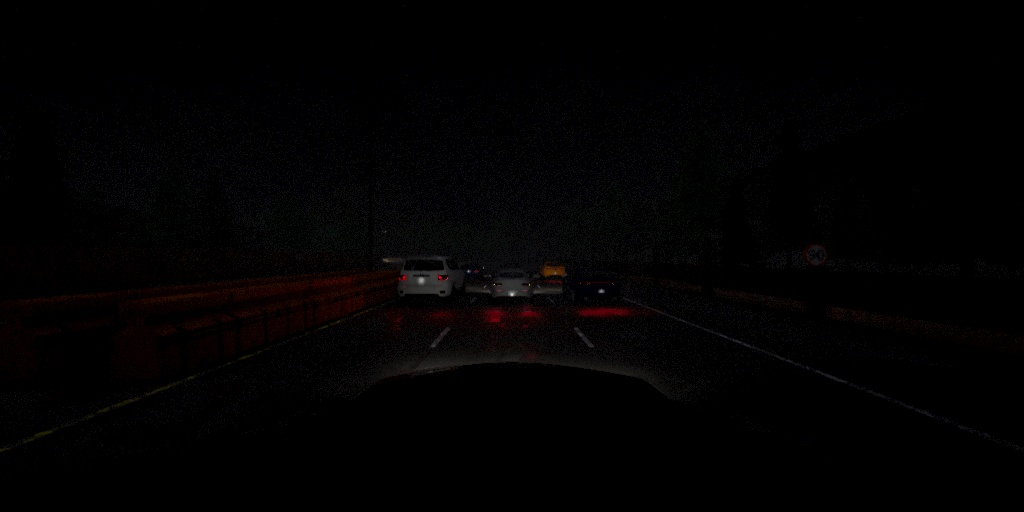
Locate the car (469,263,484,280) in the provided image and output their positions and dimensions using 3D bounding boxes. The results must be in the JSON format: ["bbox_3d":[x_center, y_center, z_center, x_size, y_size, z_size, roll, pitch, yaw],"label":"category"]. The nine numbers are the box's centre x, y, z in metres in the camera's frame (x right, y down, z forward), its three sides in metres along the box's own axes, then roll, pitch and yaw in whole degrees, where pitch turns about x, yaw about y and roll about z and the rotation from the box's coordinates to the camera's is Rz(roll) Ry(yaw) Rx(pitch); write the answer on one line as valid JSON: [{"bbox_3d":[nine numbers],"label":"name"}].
[{"bbox_3d":[-3.500,1.311,31.500,2.033,1.411,5.357,0,0,0],"label":"car"}]

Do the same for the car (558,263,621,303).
[{"bbox_3d":[3.500,1.232,16.500,1.882,1.535,5.008,0,0,0],"label":"car"}]

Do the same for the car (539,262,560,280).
[{"bbox_3d":[3.500,1.232,31.500,1.882,1.535,5.008,0,0,0],"label":"car"}]

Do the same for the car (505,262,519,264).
[{"bbox_3d":[0.000,1.280,31.500,1.812,1.442,4.674,0,0,0],"label":"car"}]

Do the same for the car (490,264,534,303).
[{"bbox_3d":[0.000,1.280,16.500,1.812,1.442,4.674,0,0,0],"label":"car"}]

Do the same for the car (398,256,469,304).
[{"bbox_3d":[-3.500,1.005,16.530,2.150,2.045,5.566,0,0,0],"label":"car"}]
